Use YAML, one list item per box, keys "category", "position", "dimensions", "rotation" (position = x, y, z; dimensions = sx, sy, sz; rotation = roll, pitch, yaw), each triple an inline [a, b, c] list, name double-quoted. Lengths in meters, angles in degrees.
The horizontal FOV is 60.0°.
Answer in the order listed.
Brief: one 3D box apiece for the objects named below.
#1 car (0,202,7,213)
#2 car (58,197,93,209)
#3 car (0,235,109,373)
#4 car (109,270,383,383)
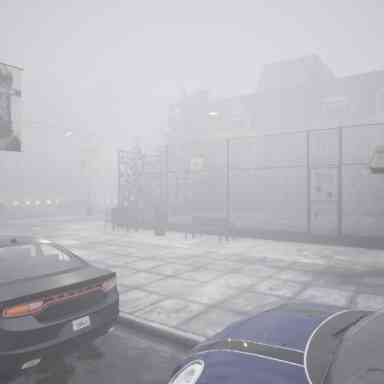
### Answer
- category: "car"
  position: [-21.275, 1.505, 33.348]
  dimensions: [1.837, 1.490, 4.892]
  rotation: [0, 0, 35]
- category: "car"
  position: [-16.272, 1.477, 46.521]
  dimensions: [1.882, 1.535, 5.008]
  rotation: [0, 0, 35]
- category: "car"
  position: [-3.394, 1.480, 5.556]
  dimensions: [5.008, 1.535, 2.097]
  rotation: [0, 0, 35]
- category: "car"
  position: [1.917, 1.354, 1.937]
  dimensions: [4.553, 1.767, 2.185]
  rotation: [0, 0, 35]
